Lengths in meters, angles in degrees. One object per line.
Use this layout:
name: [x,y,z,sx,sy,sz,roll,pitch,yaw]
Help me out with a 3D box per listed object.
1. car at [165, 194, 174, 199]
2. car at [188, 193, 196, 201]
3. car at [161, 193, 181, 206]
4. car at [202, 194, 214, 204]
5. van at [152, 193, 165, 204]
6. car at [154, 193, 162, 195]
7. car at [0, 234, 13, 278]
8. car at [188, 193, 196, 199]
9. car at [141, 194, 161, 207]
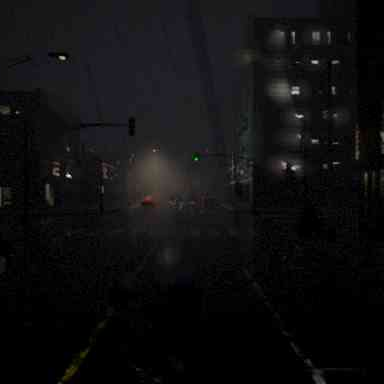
car: [-5.709,1.115,85.039,1.802,1.307,4.206,1,0,0]
car: [-0.028,1.130,72.910,2.033,1.411,5.357,0,0,0]
car: [-3.090,1.229,50.088,1.837,1.490,4.892,0,0,0]
car: [2.684,1.128,56.670,1.967,1.590,4.097,1,0,0]
van: [-5.694,1.029,56.605,1.690,1.788,3.998,1,0,0]
car: [-5.696,1.264,50.919,1.887,1.381,4.507,1,0,0]
car: [-5.679,1.511,7.282,2.008,1.369,4.403,1,0,0]
car: [-0.032,0.914,83.334,2.033,1.411,5.357,0,0,0]
car: [-5.770,1.296,45.237,1.887,1.381,4.507,1,0,0]
